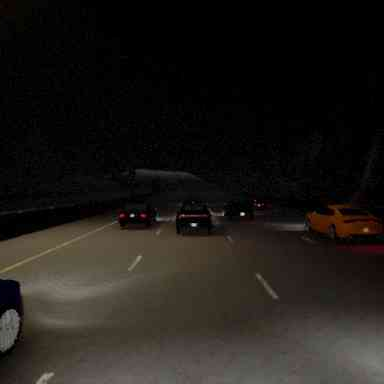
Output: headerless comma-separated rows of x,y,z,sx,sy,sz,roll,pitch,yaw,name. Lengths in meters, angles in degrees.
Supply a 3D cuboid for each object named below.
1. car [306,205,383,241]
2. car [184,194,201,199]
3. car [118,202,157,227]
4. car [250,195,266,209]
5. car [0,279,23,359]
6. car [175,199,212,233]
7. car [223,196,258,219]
7.097,1.371,16.031,1.882,1.535,5.008,0,1,0,car
0.093,1.033,40.202,1.882,1.535,5.008,0,1,0,car
-3.404,1.382,21.512,2.033,1.411,5.357,0,1,0,car
7.093,1.107,37.614,1.837,1.490,4.892,0,1,0,car
-3.400,1.464,2.889,1.882,1.535,5.008,0,0,0,car
0.097,1.358,18.676,2.128,1.511,4.902,0,1,0,car
3.595,1.284,26.108,1.837,1.490,4.892,0,1,0,car
